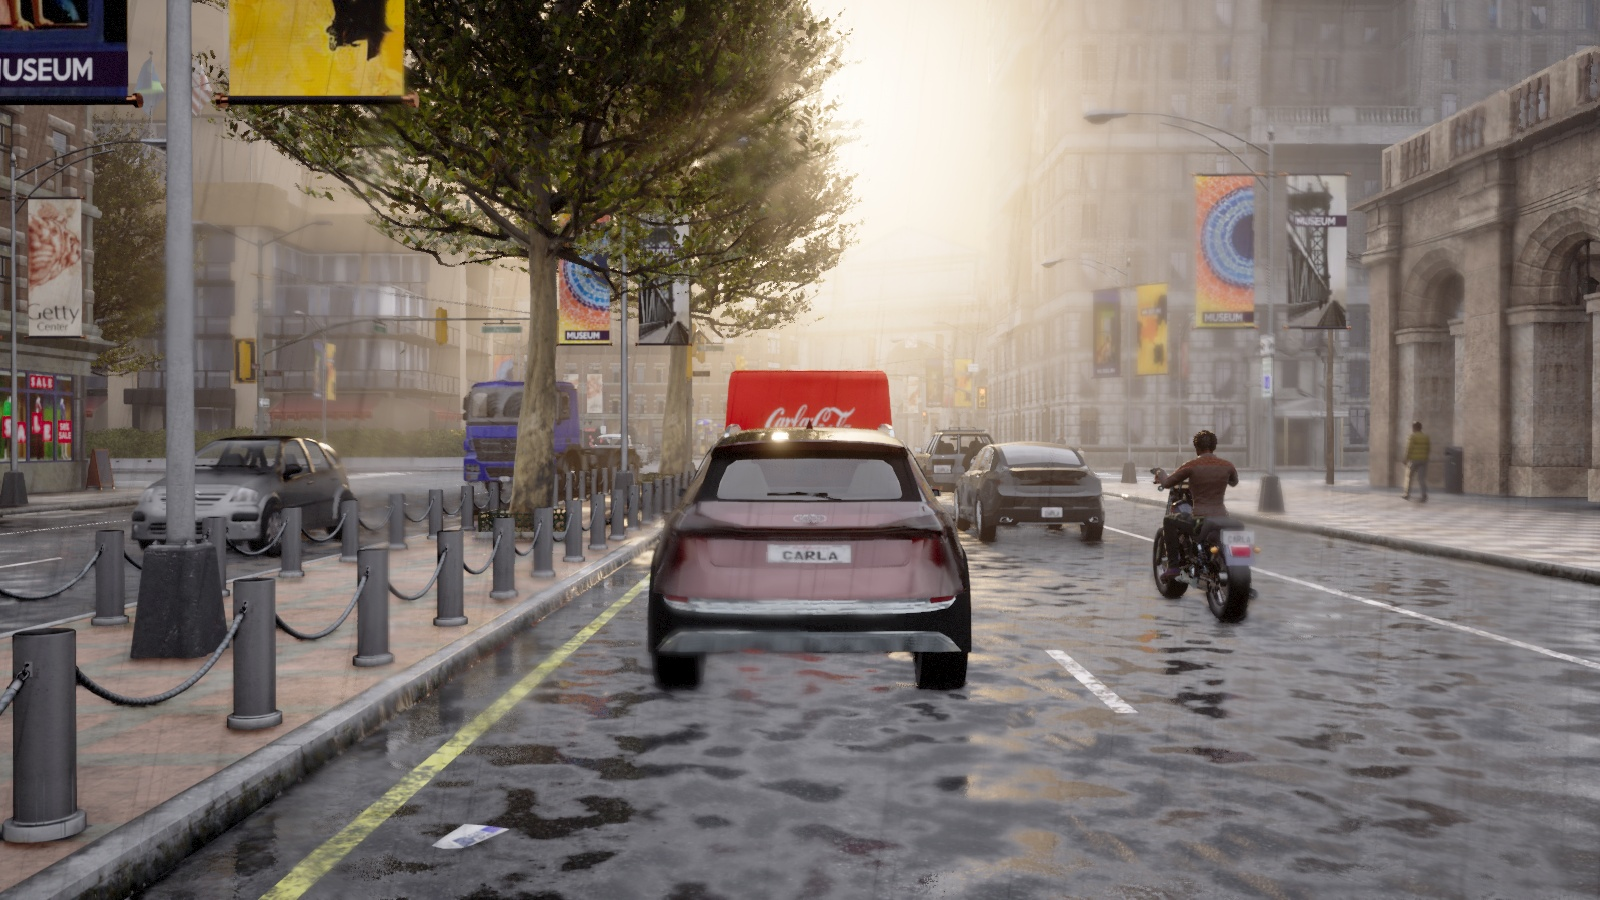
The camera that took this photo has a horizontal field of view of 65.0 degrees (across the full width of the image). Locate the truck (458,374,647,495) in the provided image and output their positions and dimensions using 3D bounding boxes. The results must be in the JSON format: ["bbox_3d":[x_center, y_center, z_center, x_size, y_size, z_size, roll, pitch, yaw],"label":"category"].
[{"bbox_3d":[-7.618,-0.468,40.016,2.891,3.462,7.936,0,0,13],"label":"truck"}]

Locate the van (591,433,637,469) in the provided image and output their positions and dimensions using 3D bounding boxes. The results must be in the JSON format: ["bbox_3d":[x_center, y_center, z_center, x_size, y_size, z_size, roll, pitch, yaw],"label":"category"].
[{"bbox_3d":[-11.021,0.039,74.628,2.069,2.038,4.480,0,0,0],"label":"van"}]

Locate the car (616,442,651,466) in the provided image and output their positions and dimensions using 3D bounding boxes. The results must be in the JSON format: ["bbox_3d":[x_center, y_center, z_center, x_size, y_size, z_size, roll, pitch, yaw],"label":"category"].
[{"bbox_3d":[-11.005,0.247,83.075,1.789,1.549,3.705,0,0,0],"label":"car"}]

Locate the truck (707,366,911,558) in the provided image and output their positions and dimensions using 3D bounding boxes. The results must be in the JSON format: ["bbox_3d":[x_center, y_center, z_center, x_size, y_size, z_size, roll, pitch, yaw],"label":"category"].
[{"bbox_3d":[0.125,0.151,18.745,2.627,2.467,5.204,0,0,0],"label":"truck"}]

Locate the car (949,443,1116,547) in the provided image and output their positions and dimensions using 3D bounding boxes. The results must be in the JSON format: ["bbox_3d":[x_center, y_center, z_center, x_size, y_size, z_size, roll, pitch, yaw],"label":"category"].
[{"bbox_3d":[3.633,0.639,20.473,1.837,1.490,4.892,0,0,0],"label":"car"}]

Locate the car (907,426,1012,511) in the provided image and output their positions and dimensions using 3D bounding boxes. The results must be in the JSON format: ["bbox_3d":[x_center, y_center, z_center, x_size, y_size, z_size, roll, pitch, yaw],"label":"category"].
[{"bbox_3d":[3.686,0.398,29.694,1.932,1.855,4.605,0,0,1],"label":"car"}]

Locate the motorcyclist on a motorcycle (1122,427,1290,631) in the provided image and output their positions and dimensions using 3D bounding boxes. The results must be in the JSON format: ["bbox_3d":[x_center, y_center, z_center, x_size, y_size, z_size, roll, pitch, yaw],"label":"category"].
[{"bbox_3d":[3.581,0.636,11.315,0.766,1.649,2.350,0,0,0],"label":"motorcyclist on a motorcycle"}]

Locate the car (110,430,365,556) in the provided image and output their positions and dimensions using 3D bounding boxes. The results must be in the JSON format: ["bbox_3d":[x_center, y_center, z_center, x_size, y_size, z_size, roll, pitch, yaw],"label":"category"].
[{"bbox_3d":[-7.881,0.536,18.045,1.851,1.617,3.988,0,0,0],"label":"car"}]

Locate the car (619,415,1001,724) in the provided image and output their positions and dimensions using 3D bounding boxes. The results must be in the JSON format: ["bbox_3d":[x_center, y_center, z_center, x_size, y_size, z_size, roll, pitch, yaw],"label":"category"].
[{"bbox_3d":[0.067,0.625,9.120,2.033,1.649,4.856,0,0,0],"label":"car"}]

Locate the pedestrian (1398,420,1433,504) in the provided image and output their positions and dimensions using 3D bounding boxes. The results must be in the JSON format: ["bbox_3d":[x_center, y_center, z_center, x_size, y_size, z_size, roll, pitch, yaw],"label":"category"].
[{"bbox_3d":[13.687,0.256,27.936,0.431,1.840,0.709,0,0,0],"label":"pedestrian"}]
